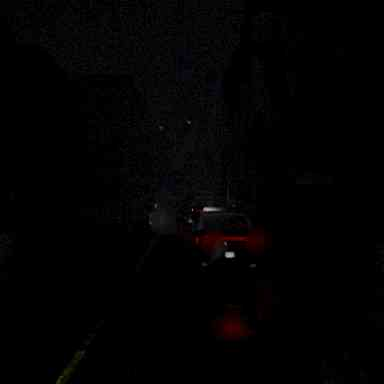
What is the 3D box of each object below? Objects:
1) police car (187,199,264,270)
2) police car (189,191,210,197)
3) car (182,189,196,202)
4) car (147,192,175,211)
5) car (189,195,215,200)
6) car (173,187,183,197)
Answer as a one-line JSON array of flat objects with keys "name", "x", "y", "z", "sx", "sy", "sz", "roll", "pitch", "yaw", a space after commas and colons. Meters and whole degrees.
[{"name": "police car", "x": 0.899, "y": 1.244, "z": 10.488, "sx": 1.930, "sy": 1.638, "sz": 5.238, "roll": 0, "pitch": 1, "yaw": 0}, {"name": "police car", "x": 0.899, "y": 0.969, "z": 26.486, "sx": 1.930, "sy": 1.638, "sz": 5.238, "roll": 0, "pitch": 1, "yaw": 0}, {"name": "car", "x": 0.027, "y": 0.508, "z": 49.051, "sx": 2.097, "sy": 1.767, "sz": 4.553, "roll": 0, "pitch": 1, "yaw": 1}, {"name": "car", "x": -3.097, "y": 0.952, "z": 31.372, "sx": 2.128, "sy": 1.511, "sz": 4.902, "roll": 0, "pitch": 1, "yaw": 0}, {"name": "car", "x": 0.899, "y": 1.154, "z": 20.378, "sx": 1.837, "sy": 1.490, "sz": 4.892, "roll": 0, "pitch": 1, "yaw": 0}, {"name": "car", "x": -3.000, "y": -0.036, "z": 72.632, "sx": 2.150, "sy": 2.045, "sz": 5.566, "roll": 0, "pitch": 1, "yaw": 0}]
